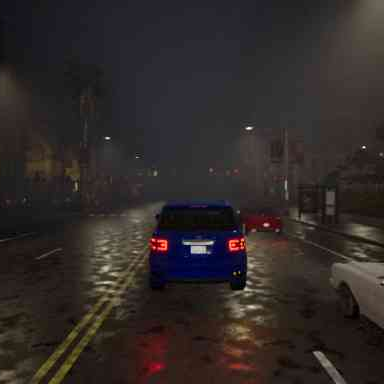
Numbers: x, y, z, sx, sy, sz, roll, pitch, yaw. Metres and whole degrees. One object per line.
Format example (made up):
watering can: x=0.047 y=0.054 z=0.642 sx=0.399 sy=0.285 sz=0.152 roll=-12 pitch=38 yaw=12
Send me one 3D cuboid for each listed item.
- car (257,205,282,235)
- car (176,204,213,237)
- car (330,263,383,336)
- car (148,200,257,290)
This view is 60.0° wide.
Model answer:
car: x=3.639 y=1.478 z=18.741 sx=1.882 sy=1.535 sz=5.008 roll=0 pitch=0 yaw=0
car: x=0.141 y=1.505 z=19.044 sx=1.837 sy=1.490 sz=4.892 roll=0 pitch=0 yaw=0
car: x=3.610 y=1.601 z=4.378 sx=1.895 sy=1.301 sz=4.718 roll=0 pitch=0 yaw=0
car: x=0.119 y=1.221 z=9.182 sx=2.150 sy=2.045 sz=5.566 roll=0 pitch=0 yaw=0
